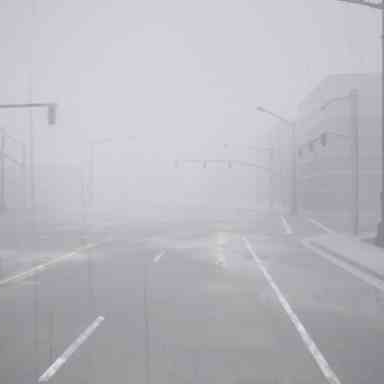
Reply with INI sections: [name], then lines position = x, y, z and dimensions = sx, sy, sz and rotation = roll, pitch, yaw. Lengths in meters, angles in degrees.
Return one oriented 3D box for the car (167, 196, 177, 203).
[car]
position = -4.525, 1.608, 75.304
dimensions = 1.812, 1.442, 4.674
rotation = 0, 0, 4
